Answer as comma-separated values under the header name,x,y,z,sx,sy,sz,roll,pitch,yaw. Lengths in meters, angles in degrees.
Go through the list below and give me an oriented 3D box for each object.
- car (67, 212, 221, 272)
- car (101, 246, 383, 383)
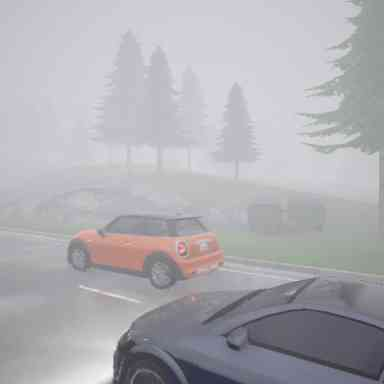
name,x,y,z,sx,sy,sz,roll,pitch,yaw
car,-1.441,1.352,9.320,4.553,1.767,2.097,0,0,35
car,1.203,1.564,3.134,4.181,1.385,1.994,0,0,36
